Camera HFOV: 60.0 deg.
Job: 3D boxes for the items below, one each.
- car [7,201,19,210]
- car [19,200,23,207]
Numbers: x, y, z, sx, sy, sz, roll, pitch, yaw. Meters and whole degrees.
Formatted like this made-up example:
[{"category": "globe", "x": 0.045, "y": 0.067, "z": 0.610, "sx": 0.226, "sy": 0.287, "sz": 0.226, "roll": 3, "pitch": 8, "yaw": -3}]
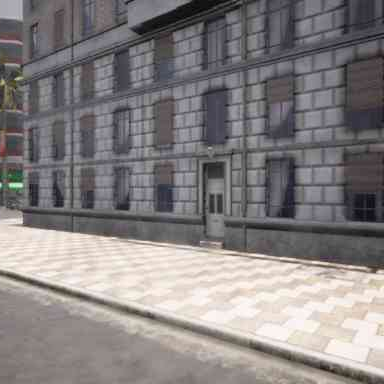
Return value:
[{"category": "car", "x": -20.842, "y": 1.564, "z": 41.796, "sx": 1.994, "sy": 1.385, "sz": 4.181, "roll": 0, "pitch": 0, "yaw": 36}, {"category": "car", "x": -17.746, "y": 1.526, "z": 40.112, "sx": 1.812, "sy": 1.442, "sz": 4.674, "roll": 0, "pitch": 0, "yaw": 36}]
